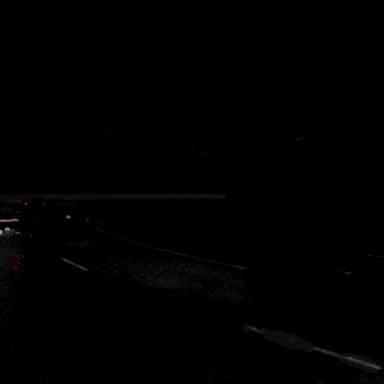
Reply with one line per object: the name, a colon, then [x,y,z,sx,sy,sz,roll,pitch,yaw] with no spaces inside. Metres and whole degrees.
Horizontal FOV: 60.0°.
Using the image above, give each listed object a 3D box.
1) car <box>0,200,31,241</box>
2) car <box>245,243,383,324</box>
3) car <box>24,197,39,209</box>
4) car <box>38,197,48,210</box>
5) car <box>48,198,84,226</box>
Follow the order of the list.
car: [-8.801,1.329,15.054,2.128,1.511,4.902,0,0,-31]
car: [3.394,1.607,5.999,4.718,1.301,1.895,1,0,38]
car: [-17.813,1.198,37.746,1.994,1.385,4.181,1,0,1]
car: [-14.514,1.276,36.283,1.895,1.301,4.718,1,0,-1]
car: [-8.184,1.289,21.622,1.882,1.535,5.008,0,0,-23]
